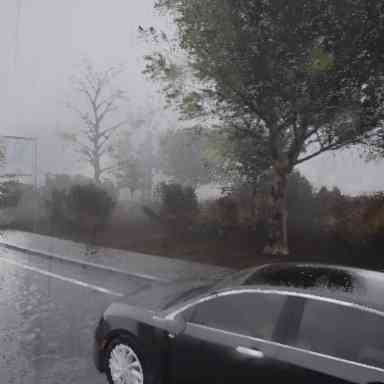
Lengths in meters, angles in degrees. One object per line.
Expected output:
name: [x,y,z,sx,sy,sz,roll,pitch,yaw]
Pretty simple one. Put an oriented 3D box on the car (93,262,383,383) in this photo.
car: [1.020,1.515,3.385,4.892,1.490,1.837,0,0,36]
